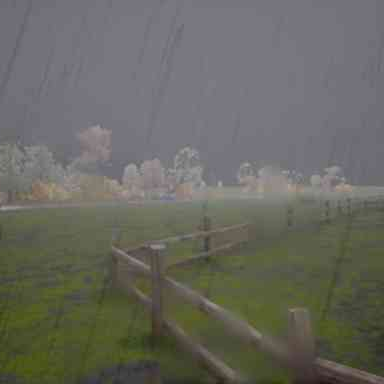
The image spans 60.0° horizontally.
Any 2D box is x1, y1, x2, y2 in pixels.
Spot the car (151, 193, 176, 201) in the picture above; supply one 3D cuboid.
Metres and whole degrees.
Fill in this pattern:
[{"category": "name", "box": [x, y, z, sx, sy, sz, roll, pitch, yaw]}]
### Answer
[{"category": "car", "box": [-5.247, 0.861, 62.055, 2.033, 1.411, 5.357, 1, 1, 37]}]
